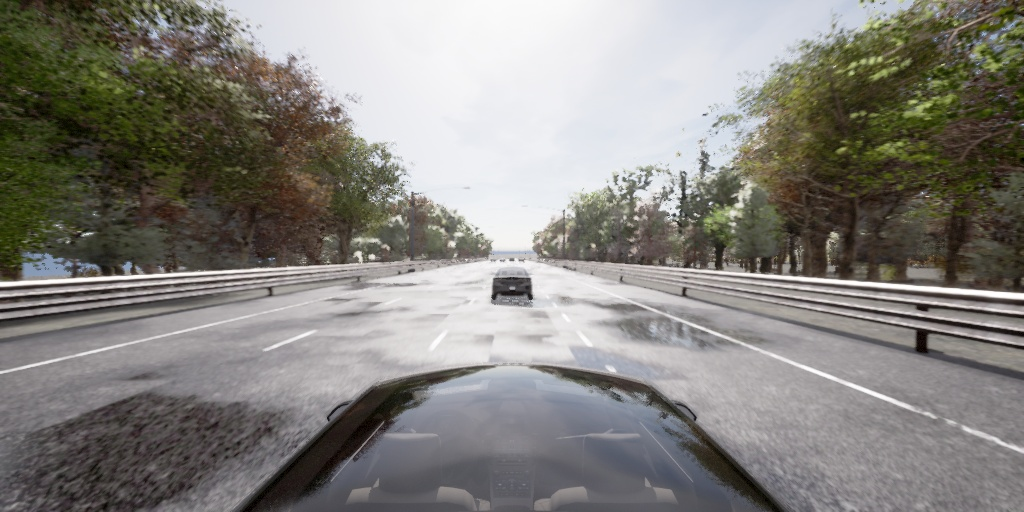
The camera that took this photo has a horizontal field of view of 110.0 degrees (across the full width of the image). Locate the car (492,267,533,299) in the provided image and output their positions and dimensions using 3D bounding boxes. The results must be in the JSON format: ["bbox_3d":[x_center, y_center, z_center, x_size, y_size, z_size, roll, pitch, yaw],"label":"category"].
[{"bbox_3d":[0.008,1.270,18.185,1.882,1.535,5.008,0,0,0],"label":"car"}]
